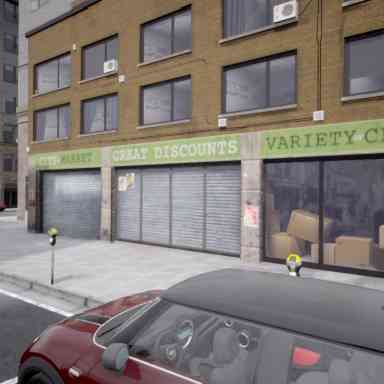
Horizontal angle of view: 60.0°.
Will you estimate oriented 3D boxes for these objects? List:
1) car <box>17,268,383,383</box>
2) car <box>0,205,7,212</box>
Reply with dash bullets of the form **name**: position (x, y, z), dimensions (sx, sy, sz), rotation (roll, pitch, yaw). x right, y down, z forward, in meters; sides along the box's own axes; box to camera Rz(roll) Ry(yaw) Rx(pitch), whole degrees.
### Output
- **car**: position (0.261, 1.440, 2.879), dimensions (4.097, 1.590, 1.967), rotation (0, 1, 35)
- **car**: position (-19.405, 1.458, 29.761), dimensions (1.895, 1.301, 4.718), rotation (1, 1, 34)
